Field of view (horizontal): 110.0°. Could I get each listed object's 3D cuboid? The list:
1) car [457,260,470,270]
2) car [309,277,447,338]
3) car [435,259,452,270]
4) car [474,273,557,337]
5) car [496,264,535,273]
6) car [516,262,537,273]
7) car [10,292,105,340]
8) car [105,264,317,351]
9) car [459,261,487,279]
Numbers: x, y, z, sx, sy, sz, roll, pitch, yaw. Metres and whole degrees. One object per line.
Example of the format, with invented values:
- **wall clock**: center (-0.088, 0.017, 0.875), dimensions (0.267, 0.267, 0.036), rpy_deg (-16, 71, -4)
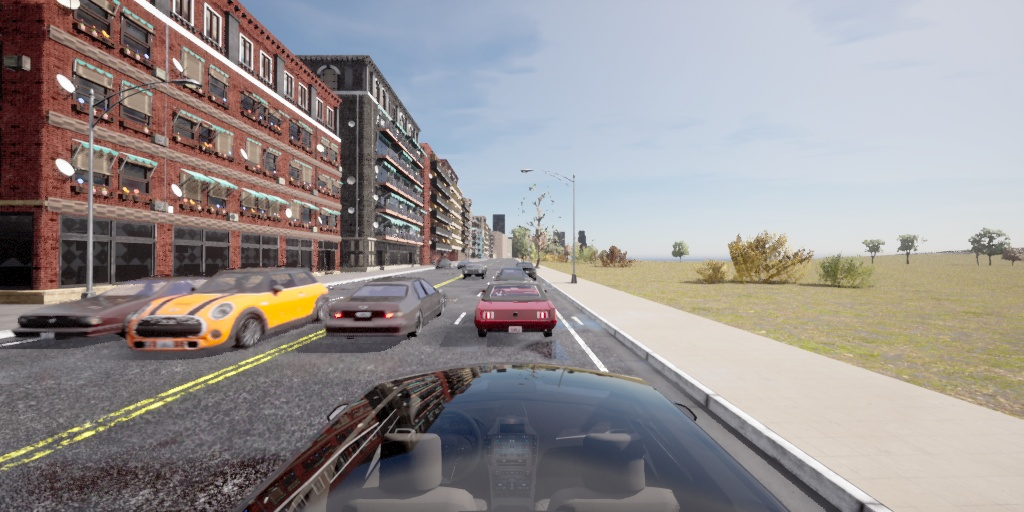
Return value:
- **car**: center (-6.762, 1.299, 52.007), dimensions (2.033, 1.411, 5.357), rpy_deg (0, 0, 0)
- **car**: center (-3.179, 1.298, 10.152), dimensions (2.033, 1.411, 5.357), rpy_deg (0, 0, 0)
- **car**: center (-10.010, 1.257, 52.573), dimensions (1.837, 1.490, 4.892), rpy_deg (0, 0, 0)
- **car**: center (0.073, 1.352, 10.229), dimensions (1.895, 1.301, 4.718), rpy_deg (0, 0, 0)
- **car**: center (0.031, 1.317, 20.259), dimensions (1.994, 1.385, 4.181), rpy_deg (0, 0, 0)
- **car**: center (1.044, 1.259, 30.254), dimensions (1.837, 1.490, 4.892), rpy_deg (0, 0, 0)
- **car**: center (-9.881, 1.299, 10.281), dimensions (2.033, 1.411, 5.357), rpy_deg (0, 0, 0)
- **car**: center (-6.624, 1.103, 9.080), dimensions (2.097, 1.767, 4.553), rpy_deg (0, 0, 0)
- **car**: center (-3.251, 1.354, 32.340), dimensions (1.895, 1.301, 4.718), rpy_deg (0, 0, 0)
